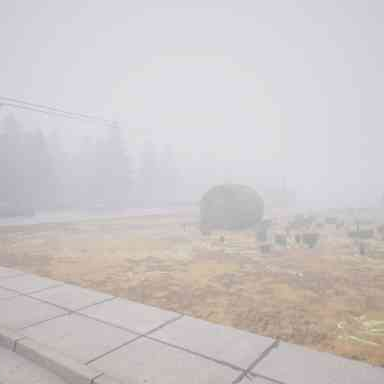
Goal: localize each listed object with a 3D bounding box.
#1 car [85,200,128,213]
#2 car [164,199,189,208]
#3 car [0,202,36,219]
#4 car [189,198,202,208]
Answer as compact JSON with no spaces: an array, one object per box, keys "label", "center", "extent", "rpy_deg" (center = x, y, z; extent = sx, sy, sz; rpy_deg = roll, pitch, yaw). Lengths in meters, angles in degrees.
[{"label":"car","center":[-9.589,1.627,37.579],"extent":[1.895,1.301,4.718],"rpy_deg":[0,0,37]},{"label":"car","center":[-1.966,1.627,47.863],"extent":[1.895,1.301,4.718],"rpy_deg":[0,0,36]},{"label":"car","center":[-15.937,1.591,28.984],"extent":[1.994,1.385,4.181],"rpy_deg":[0,0,36]},{"label":"car","center":[2.088,1.552,47.168],"extent":[1.812,1.442,4.674],"rpy_deg":[0,0,36]}]
